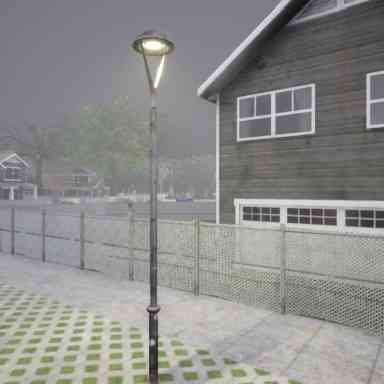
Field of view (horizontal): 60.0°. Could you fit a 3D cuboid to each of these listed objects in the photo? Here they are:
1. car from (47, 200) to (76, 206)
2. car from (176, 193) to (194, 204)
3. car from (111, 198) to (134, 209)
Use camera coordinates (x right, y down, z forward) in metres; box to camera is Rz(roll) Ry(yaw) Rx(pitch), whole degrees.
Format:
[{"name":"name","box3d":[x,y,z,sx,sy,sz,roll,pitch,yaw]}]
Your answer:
[{"name":"car","box3d":[-13.654,1.583,33.948,2.128,1.511,4.902,0,0,22]},{"name":"car","box3d":[-1.315,1.229,61.652,2.150,2.045,5.566,0,0,15]},{"name":"car","box3d":[-9.559,1.611,44.957,1.837,1.490,4.892,0,0,19]}]
